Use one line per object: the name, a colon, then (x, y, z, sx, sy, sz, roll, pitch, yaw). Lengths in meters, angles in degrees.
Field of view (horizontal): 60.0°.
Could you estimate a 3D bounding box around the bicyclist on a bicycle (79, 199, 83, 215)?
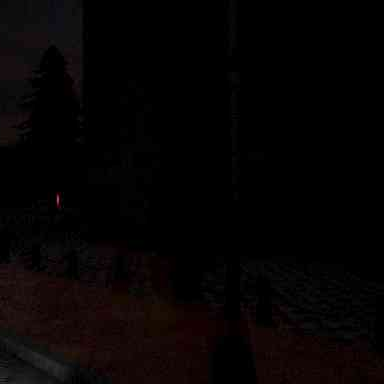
bicyclist on a bicycle: (-9.916, 1.483, 30.561, 1.656, 1.620, 0.582, -1, 0, 35)
